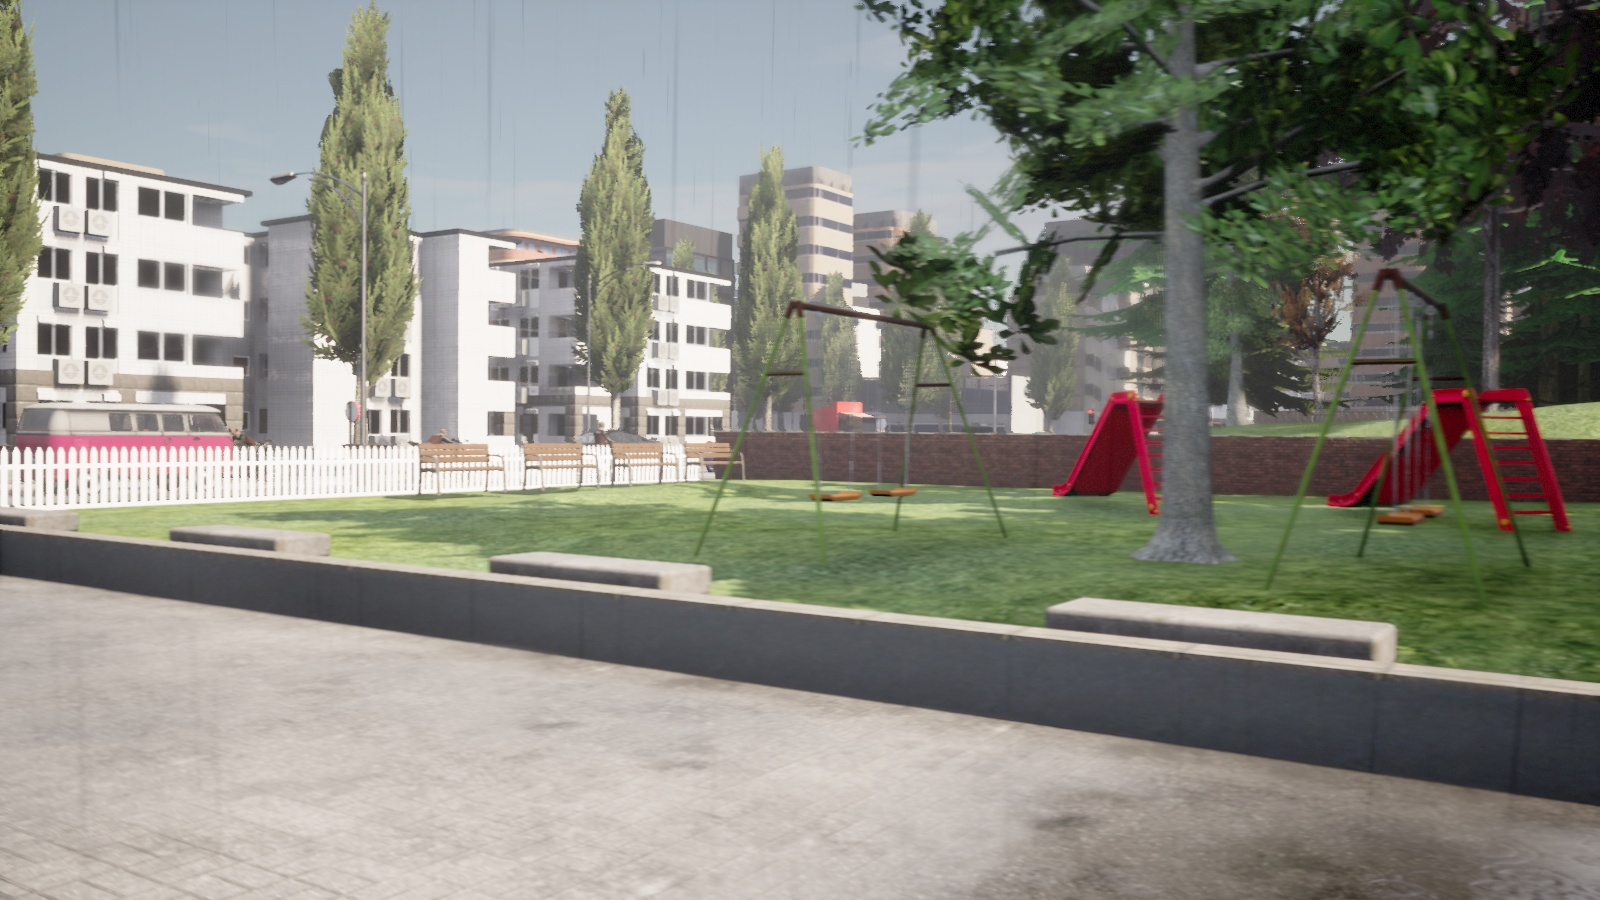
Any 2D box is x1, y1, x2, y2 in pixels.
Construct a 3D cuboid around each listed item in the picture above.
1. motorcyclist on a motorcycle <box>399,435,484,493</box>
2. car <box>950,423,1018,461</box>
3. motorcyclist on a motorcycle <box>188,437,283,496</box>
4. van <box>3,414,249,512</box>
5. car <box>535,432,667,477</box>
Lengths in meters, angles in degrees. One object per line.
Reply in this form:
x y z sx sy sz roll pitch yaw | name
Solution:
-9.928 0.369 34.850 0.866 1.530 2.191 0 1 34 | motorcyclist on a motorcycle
9.401 -0.442 63.865 1.905 1.878 3.866 0 1 34 | car
-15.281 0.426 34.037 0.866 1.530 2.191 0 1 34 | motorcyclist on a motorcycle
-14.717 0.227 27.679 1.775 1.987 4.442 0 1 33 | van
-7.225 0.131 46.109 1.882 1.535 5.008 0 1 34 | car
